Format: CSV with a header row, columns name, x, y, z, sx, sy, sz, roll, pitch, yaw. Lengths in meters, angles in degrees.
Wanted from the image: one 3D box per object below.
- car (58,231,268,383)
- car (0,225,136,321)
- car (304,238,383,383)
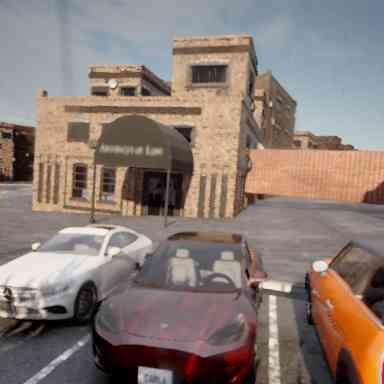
name,x,y,z,sx,sy,sz,roll,pitch,yaw
car,0.182,1.489,5.678,2.163,1.488,4.792,1,0,13
car,-2.283,1.489,7.321,2.002,1.452,4.674,1,0,13
car,2.646,1.345,4.064,2.185,1.767,4.553,0,-1,13
